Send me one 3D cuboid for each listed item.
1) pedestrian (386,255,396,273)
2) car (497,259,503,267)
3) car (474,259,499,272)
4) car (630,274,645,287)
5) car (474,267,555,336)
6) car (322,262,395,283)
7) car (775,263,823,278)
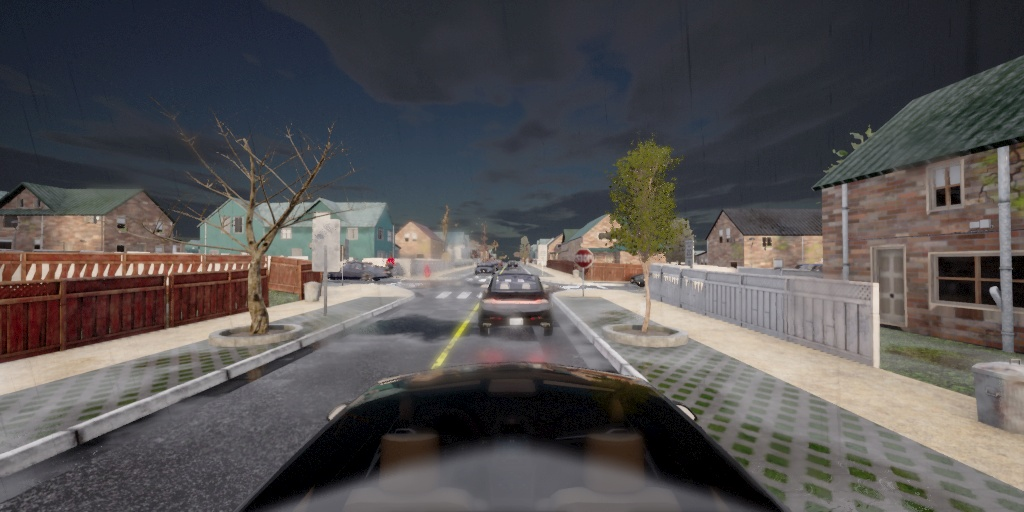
[{"bbox_3d":[-9.623,0.797,28.490,0.375,1.860,0.375,0,-2,0],"label":"pedestrian"},{"bbox_3d":[-2.823,1.383,51.291,2.033,1.411,5.357,0,0,1],"label":"car"},{"bbox_3d":[-2.833,1.361,38.402,1.994,1.385,4.181,0,0,1],"label":"car"},{"bbox_3d":[11.010,1.577,25.599,4.892,1.490,1.837,1,-1,1],"label":"car"},{"bbox_3d":[0.100,1.246,10.374,2.128,1.511,4.902,0,0,0],"label":"car"},{"bbox_3d":[-11.074,1.114,25.066,5.357,1.411,2.033,1,-1,2],"label":"car"},{"bbox_3d":[21.518,1.532,25.562,5.566,2.045,2.150,2,-1,0],"label":"car"}]
